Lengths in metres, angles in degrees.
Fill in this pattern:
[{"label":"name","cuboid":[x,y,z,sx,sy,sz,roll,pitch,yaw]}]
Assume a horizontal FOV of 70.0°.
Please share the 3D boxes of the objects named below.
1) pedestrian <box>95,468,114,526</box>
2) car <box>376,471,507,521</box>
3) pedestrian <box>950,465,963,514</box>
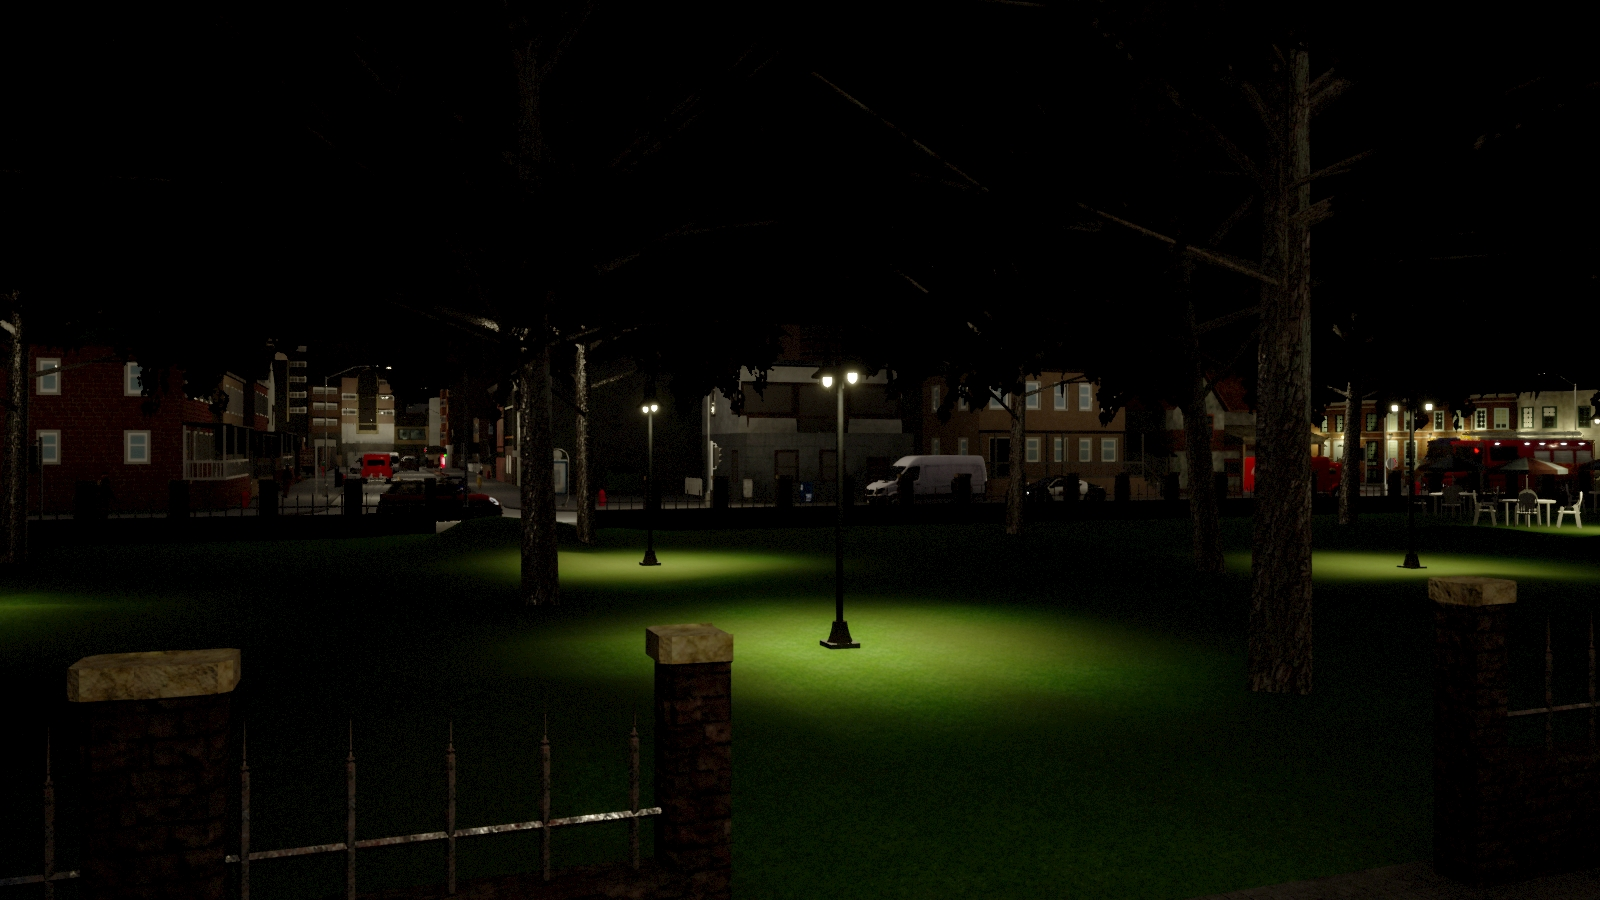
[{"label":"pedestrian","cuboid":[-22.735,1.525,37.327,0.375,1.860,0.375,0,0,8]},{"label":"car","cuboid":[-13.454,1.685,42.856,4.553,1.767,2.097,0,0,-20]},{"label":"pedestrian","cuboid":[6.082,1.525,44.353,0.375,1.860,0.375,0,0,-19]}]
